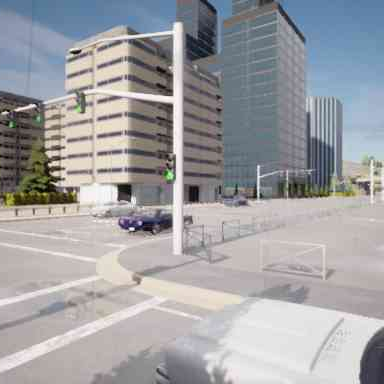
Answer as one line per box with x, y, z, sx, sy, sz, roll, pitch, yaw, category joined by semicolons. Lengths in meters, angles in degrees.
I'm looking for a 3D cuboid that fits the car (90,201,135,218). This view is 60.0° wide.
-6.991;1.527;30.093;1.812;1.442;4.674;0;0;34;car

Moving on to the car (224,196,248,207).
6.591;1.352;49.928;2.097;1.767;4.553;0;0;35;car

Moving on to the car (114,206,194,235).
-1.836;1.601;18.887;1.895;1.301;4.718;0;0;34;car

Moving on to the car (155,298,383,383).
2.001;1.601;2.532;4.718;1.301;1.895;0;0;35;car
